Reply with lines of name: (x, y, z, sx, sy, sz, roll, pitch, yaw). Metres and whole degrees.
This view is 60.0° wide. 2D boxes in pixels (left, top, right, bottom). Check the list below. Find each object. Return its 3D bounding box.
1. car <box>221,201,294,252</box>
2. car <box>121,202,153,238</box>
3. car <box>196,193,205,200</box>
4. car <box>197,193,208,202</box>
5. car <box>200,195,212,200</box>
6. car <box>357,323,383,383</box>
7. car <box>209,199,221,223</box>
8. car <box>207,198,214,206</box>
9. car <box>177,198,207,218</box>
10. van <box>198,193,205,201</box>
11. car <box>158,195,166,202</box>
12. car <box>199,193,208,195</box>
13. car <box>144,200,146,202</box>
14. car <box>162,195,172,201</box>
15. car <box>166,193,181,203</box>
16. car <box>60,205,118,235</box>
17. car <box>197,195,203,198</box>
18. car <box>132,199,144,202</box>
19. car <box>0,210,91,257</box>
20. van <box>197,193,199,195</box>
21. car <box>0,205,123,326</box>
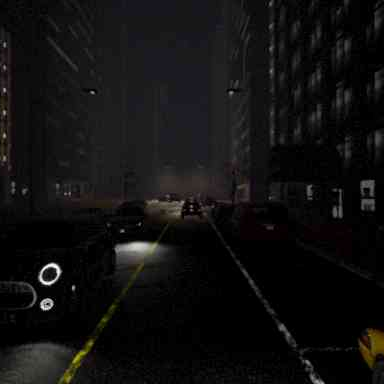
car: (2.644, 1.294, 13.680, 2.192, 1.841, 5.009, 0, 0, 0)
car: (-3.171, 1.504, 17.590, 1.812, 1.442, 4.674, 0, 0, 1)
car: (2.295, 1.150, 92.659, 2.192, 1.841, 5.009, 0, 0, 0)
car: (2.370, 1.185, 75.735, 2.192, 1.841, 5.009, 0, 0, 0)
car: (2.492, 1.468, 47.528, 1.887, 1.381, 4.507, 0, 0, 0)
car: (2.657, 1.521, 1.731, 1.752, 1.417, 4.829, 0, 0, 0)
car: (2.593, 1.506, 24.962, 1.887, 1.381, 4.507, 0, 0, 0)
car: (2.567, 1.534, 30.604, 1.802, 1.307, 4.206, 0, 0, 0)
car: (-0.030, 1.505, 29.241, 2.033, 1.411, 5.357, 0, 0, 0)
van: (2.345, 1.200, 81.376, 1.690, 1.788, 3.998, 0, 0, 0)
car: (-5.986, 1.330, 70.028, 1.967, 1.590, 4.097, 0, 0, 0)
car: (2.468, 1.353, 53.170, 1.967, 1.590, 4.097, 0, 0, 0)
car: (-5.837, 1.496, 36.171, 1.887, 1.381, 4.507, 0, 0, 0)
car: (-6.037, 1.417, 81.314, 2.008, 1.369, 4.403, 0, 0, 0)
car: (-3.294, 1.136, 64.074, 2.150, 2.045, 5.566, 0, 0, 0)
car: (-5.763, 1.529, 19.243, 2.008, 1.369, 4.403, 0, 0, 0)
car: (-0.079, 1.483, 41.810, 2.033, 1.411, 5.357, 0, 0, 0)
car: (-5.813, 1.542, 30.528, 1.802, 1.307, 4.206, 0, 0, 0)
car: (-5.738, 1.553, 13.601, 1.947, 1.339, 4.313, 0, 0, 0)
van: (2.419, 1.233, 64.451, 1.690, 1.788, 3.998, 0, 0, 0)
car: (-3.127, 1.345, 7.338, 2.097, 1.767, 4.553, 0, 0, 0)
